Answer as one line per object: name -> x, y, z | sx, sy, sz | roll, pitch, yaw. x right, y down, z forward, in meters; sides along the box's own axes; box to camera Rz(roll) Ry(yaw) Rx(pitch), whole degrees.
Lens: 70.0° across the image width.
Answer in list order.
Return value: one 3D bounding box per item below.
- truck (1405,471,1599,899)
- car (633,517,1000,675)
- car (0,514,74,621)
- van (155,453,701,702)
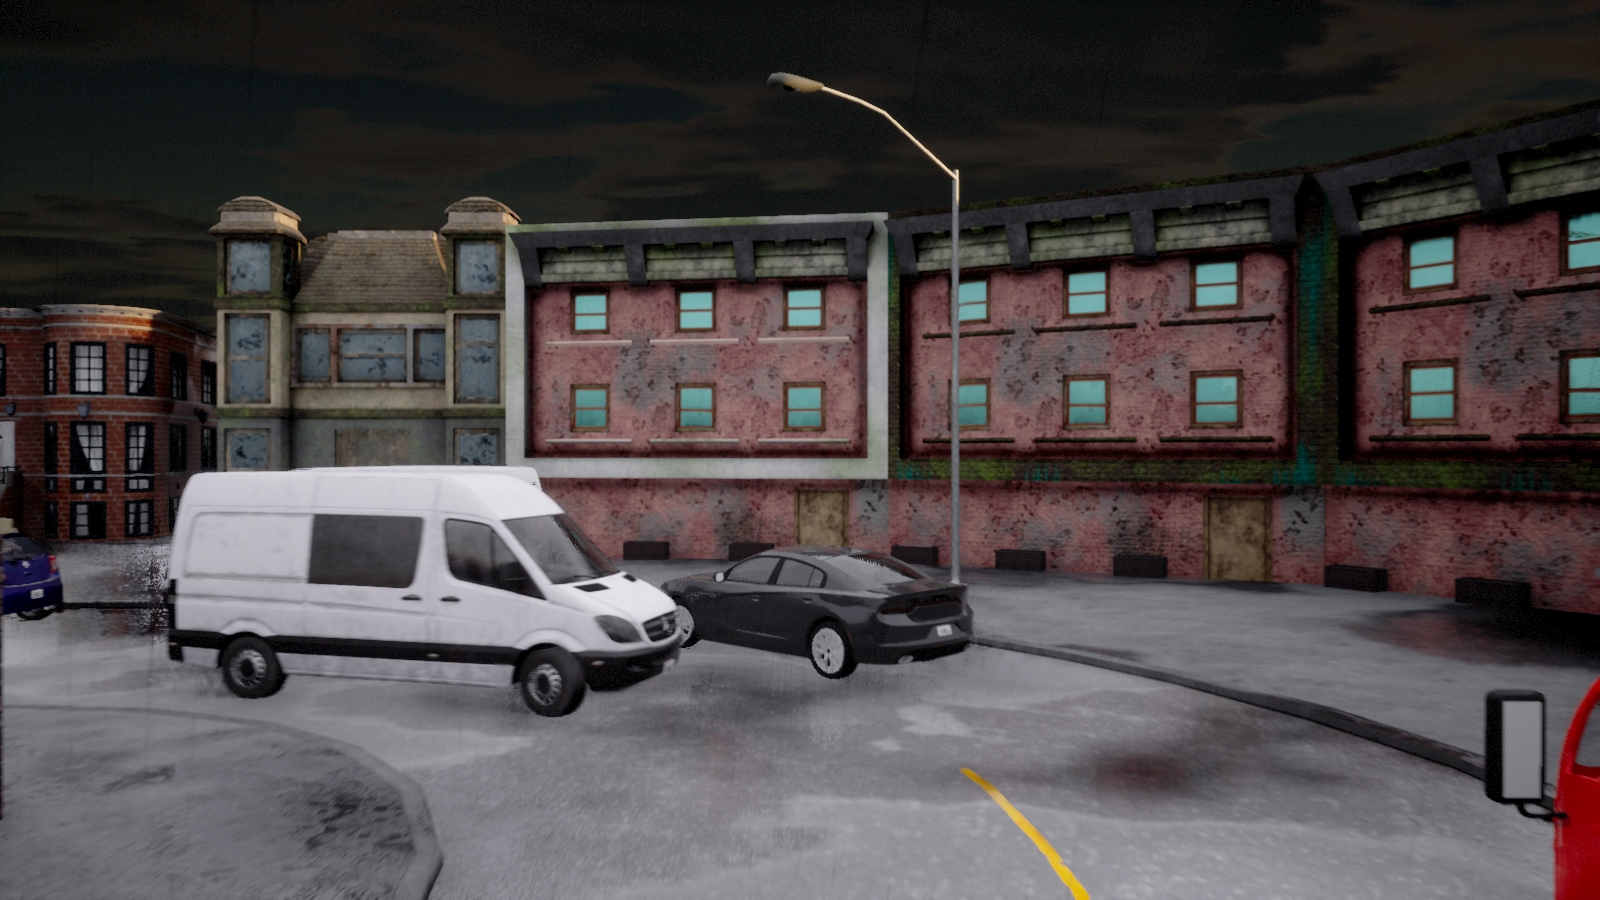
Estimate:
truck -> 3.849, 1.361, 2.141 | 2.627, 2.467, 5.204 | 0, 1, -1
car -> 0.048, 1.815, 15.582 | 2.097, 1.535, 5.006 | 0, 0, -43
car -> -13.831, 1.818, 17.981 | 3.633, 1.501, 1.845 | 0, 0, -1
van -> -4.290, 1.316, 13.386 | 5.915, 2.561, 1.988 | 0, 0, 14
